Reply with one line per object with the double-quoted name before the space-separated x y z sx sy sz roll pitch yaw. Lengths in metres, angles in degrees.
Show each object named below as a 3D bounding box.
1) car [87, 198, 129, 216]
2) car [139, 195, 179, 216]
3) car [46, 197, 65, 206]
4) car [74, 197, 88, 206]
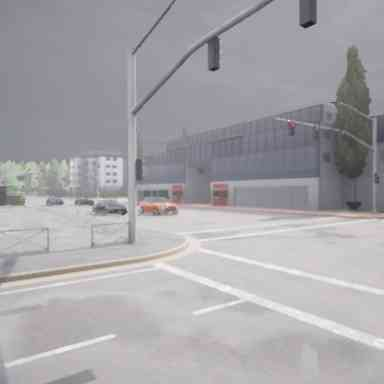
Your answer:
"car" -7.724 1.434 31.103 2.033 1.411 5.357 -1 0 -34
"car" -3.053 1.204 30.432 2.097 1.767 4.553 -1 0 -34
"car" -21.138 1.426 51.279 2.033 1.411 5.357 -1 0 -33
"car" -16.309 1.447 50.302 1.895 1.301 4.718 -1 0 -33
